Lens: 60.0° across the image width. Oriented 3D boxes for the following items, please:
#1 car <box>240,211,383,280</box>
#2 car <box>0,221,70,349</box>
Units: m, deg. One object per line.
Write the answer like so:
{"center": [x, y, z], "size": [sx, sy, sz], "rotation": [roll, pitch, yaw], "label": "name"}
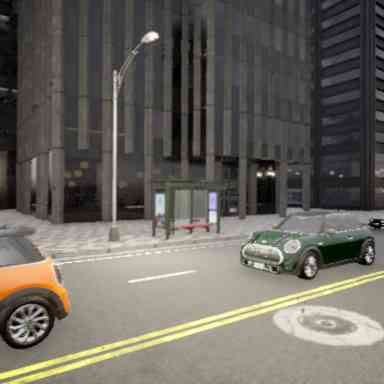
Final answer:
{"center": [3.639, 1.418, 10.267], "size": [4.553, 1.767, 2.097], "rotation": [1, 0, -35], "label": "car"}
{"center": [-4.227, 1.346, 4.658], "size": [4.553, 1.767, 2.097], "rotation": [0, 0, -35], "label": "car"}
